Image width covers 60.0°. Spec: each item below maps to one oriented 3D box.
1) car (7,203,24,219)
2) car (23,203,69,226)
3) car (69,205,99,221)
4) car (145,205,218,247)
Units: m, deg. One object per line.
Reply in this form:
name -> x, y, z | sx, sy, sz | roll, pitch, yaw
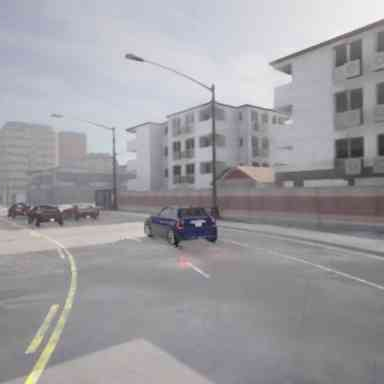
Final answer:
car -> -16.941, 1.808, 33.070 | 1.812, 1.442, 4.674 | -1, 0, -37
car -> -11.155, 1.699, 25.196 | 1.837, 1.490, 4.892 | -1, 0, -36
car -> -9.940, 1.786, 29.507 | 1.895, 1.301, 4.718 | -1, 0, -36
car -> -0.664, 1.391, 15.762 | 2.097, 1.767, 4.553 | -1, 0, -26
